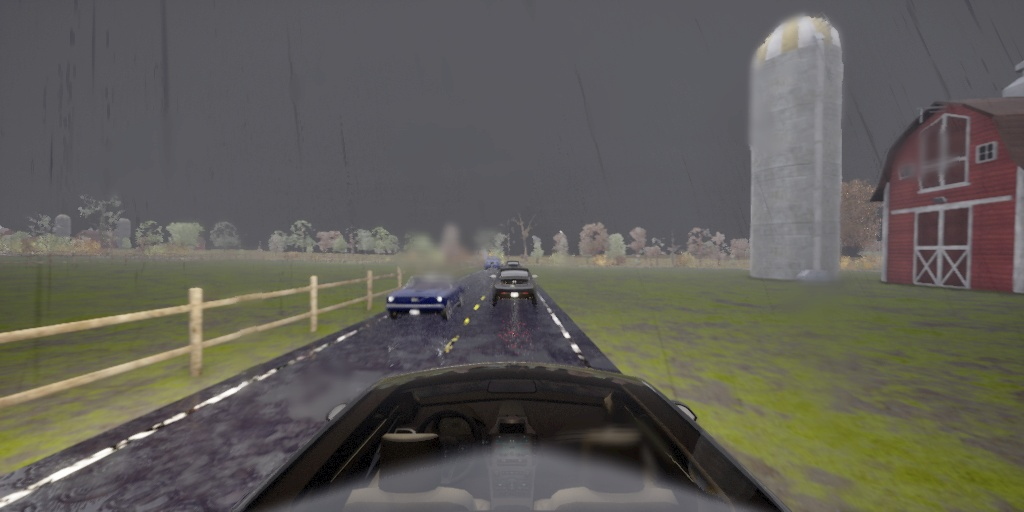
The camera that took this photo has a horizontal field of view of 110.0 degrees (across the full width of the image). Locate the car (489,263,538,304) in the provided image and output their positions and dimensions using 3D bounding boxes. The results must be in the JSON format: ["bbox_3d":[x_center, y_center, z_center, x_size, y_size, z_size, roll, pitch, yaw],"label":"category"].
[{"bbox_3d":[0.101,1.248,16.206,1.837,1.490,4.892,0,0,0],"label":"car"}]

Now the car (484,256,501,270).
[{"bbox_3d":[-2.819,0.971,53.151,2.150,2.045,5.566,0,0,0],"label":"car"}]

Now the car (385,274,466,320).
[{"bbox_3d":[-2.850,1.346,12.716,1.895,1.301,4.718,0,0,0],"label":"car"}]

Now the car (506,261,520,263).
[{"bbox_3d":[0.102,1.247,37.557,1.837,1.490,4.892,0,0,0],"label":"car"}]
